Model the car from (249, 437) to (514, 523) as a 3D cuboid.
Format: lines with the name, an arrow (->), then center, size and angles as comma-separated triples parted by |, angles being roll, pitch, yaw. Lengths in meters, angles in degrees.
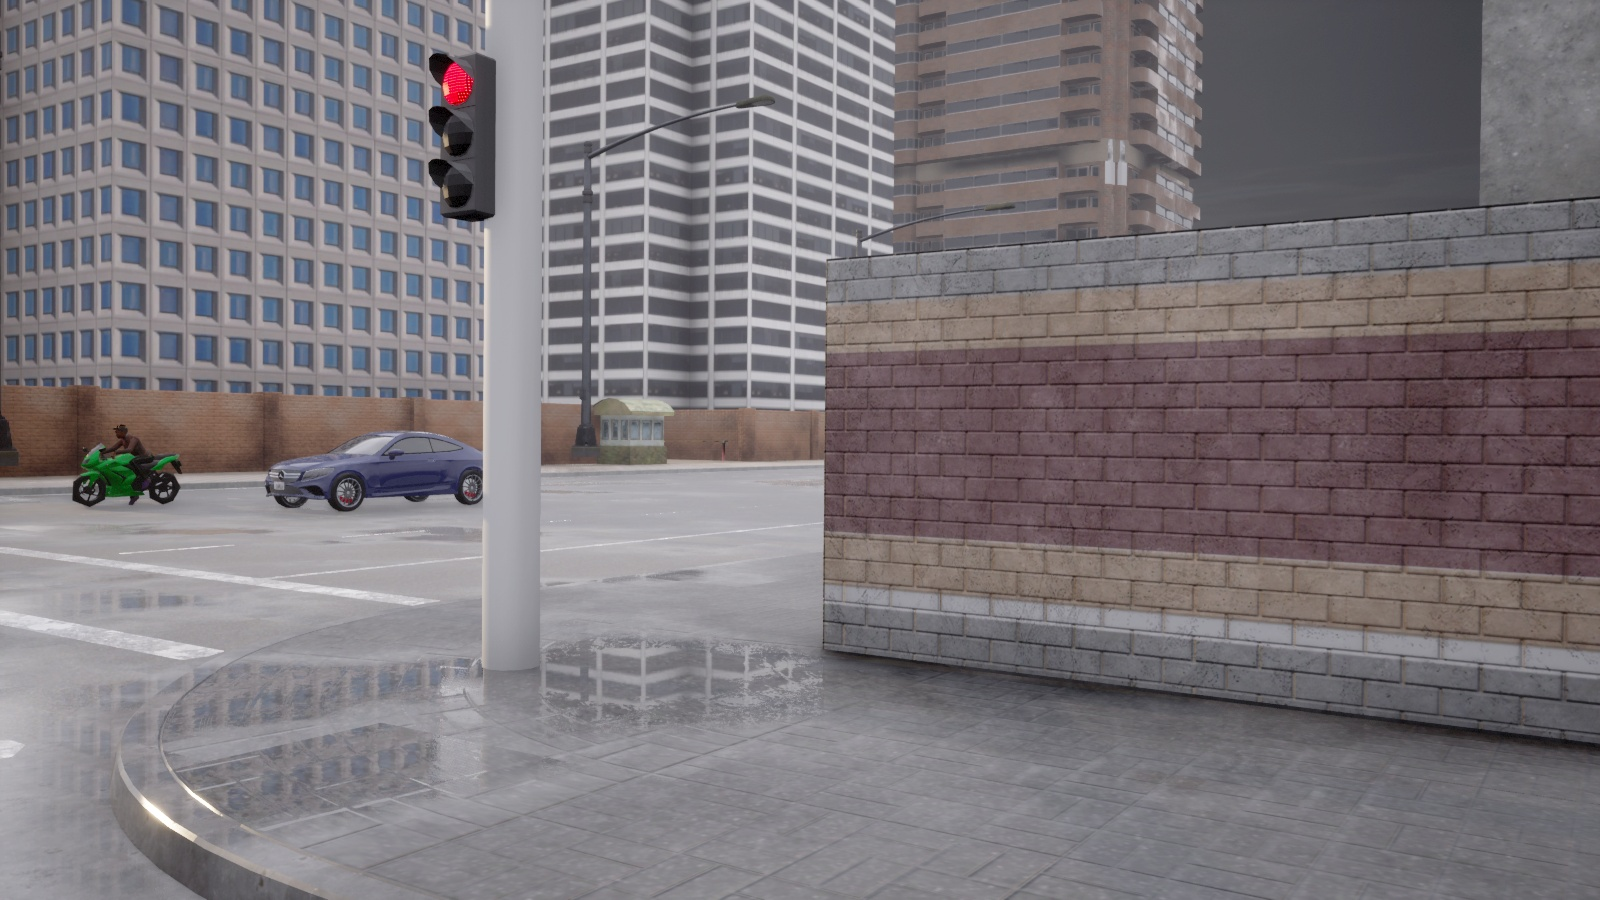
car -> -7.867, 0.500, 24.070 | 1.812, 1.442, 4.674 | 0, 1, 34

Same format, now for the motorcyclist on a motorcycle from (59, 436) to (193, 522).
motorcyclist on a motorcycle -> -12.533, 0.507, 23.413 | 0.797, 1.523, 2.044 | 0, 1, 34
